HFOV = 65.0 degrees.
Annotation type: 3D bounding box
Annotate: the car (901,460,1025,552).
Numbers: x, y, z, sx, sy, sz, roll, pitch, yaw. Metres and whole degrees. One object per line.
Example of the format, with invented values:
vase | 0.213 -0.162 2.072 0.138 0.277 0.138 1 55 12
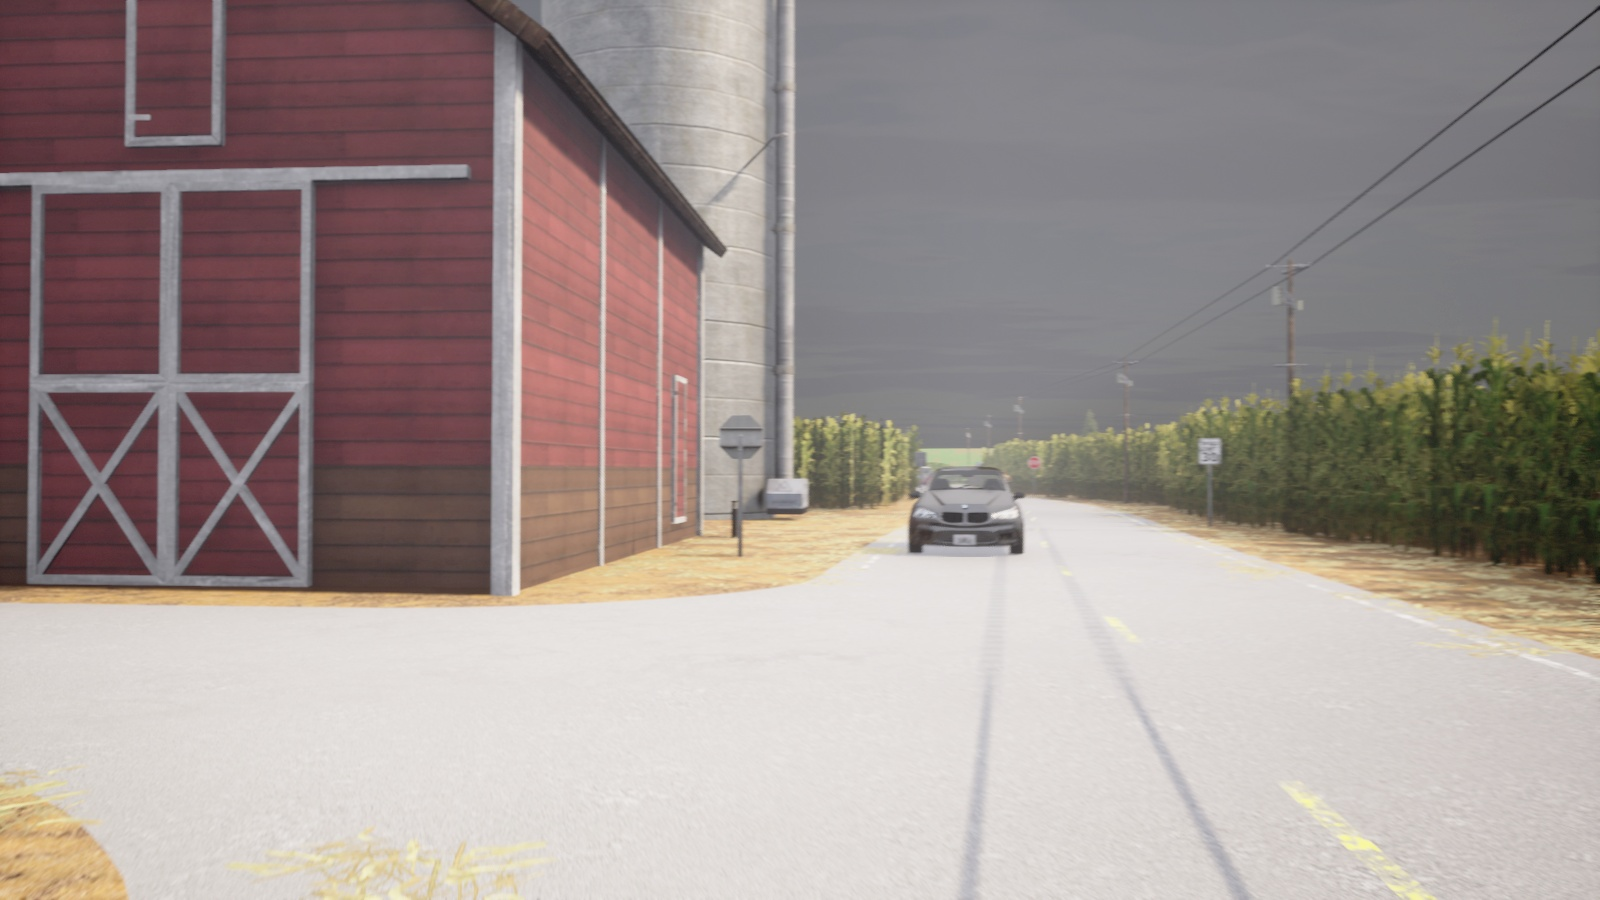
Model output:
car | 3.310 1.064 25.161 2.242 1.667 4.611 0 -1 9
